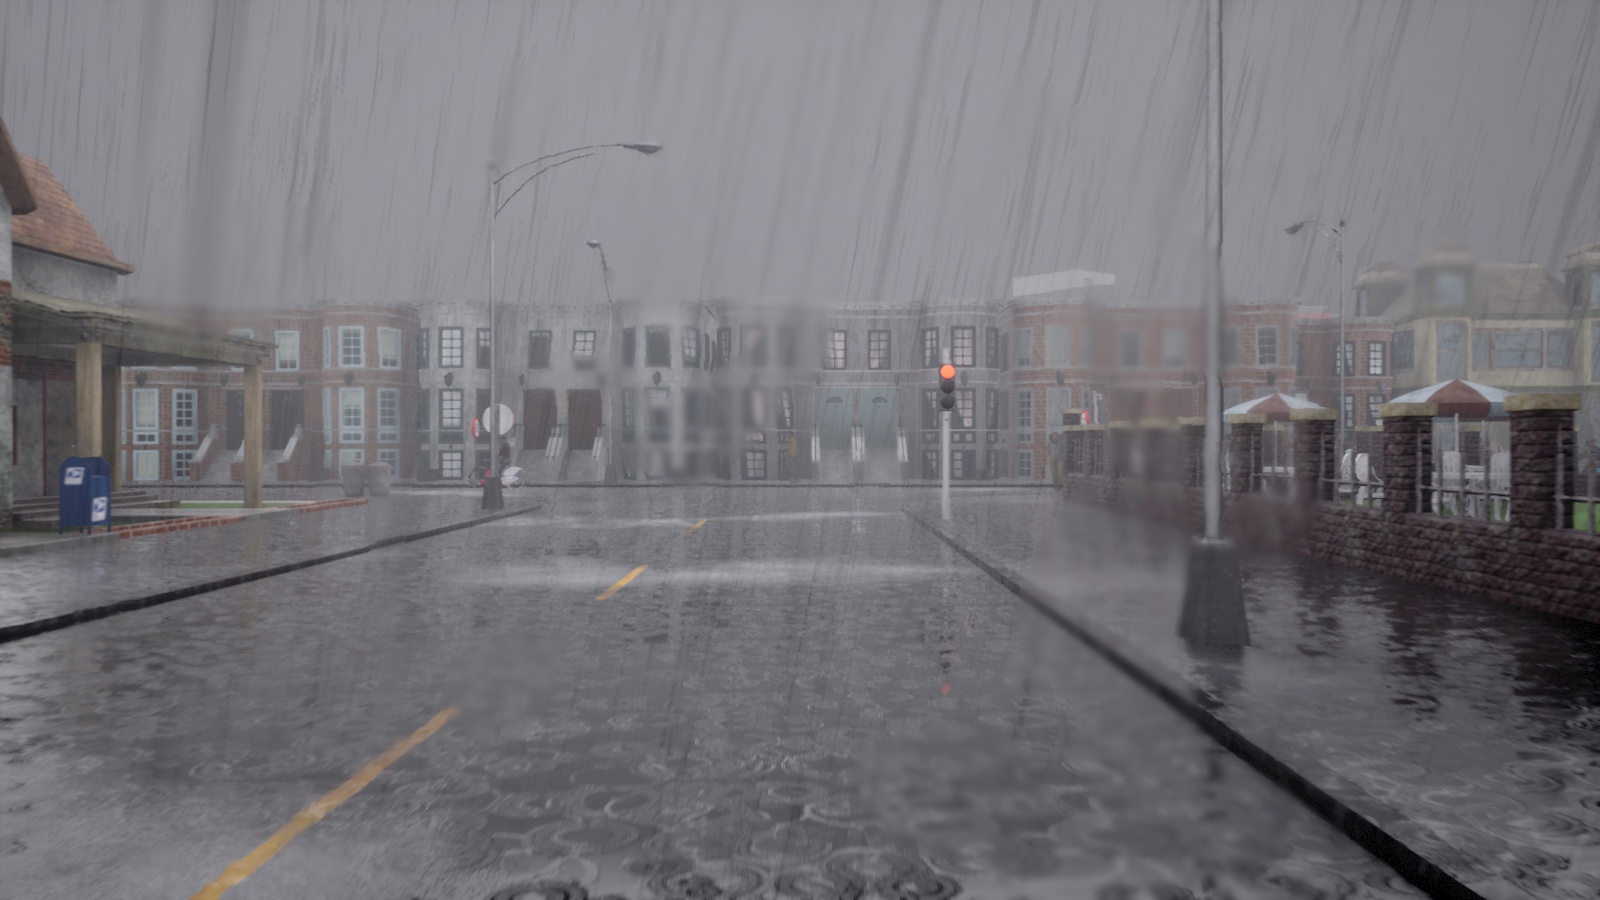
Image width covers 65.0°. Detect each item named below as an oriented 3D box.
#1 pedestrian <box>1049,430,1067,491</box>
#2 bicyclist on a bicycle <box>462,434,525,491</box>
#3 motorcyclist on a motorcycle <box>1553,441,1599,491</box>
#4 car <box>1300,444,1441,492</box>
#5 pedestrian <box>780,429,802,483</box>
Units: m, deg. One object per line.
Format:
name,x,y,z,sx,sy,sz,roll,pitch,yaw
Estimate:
pedestrian,7.891,0.330,38.452,0.540,1.848,0.694,0,0,11
bicyclist on a bicycle,-9.729,0.384,39.892,1.843,1.776,0.659,0,1,4
motorcyclist on a motorcycle,25.072,0.496,39.837,1.817,1.590,0.866,0,0,0
car,18.075,0.550,39.871,3.633,1.501,1.845,0,0,0
pedestrian,-0.298,0.212,43.235,0.709,1.840,0.431,0,0,9
